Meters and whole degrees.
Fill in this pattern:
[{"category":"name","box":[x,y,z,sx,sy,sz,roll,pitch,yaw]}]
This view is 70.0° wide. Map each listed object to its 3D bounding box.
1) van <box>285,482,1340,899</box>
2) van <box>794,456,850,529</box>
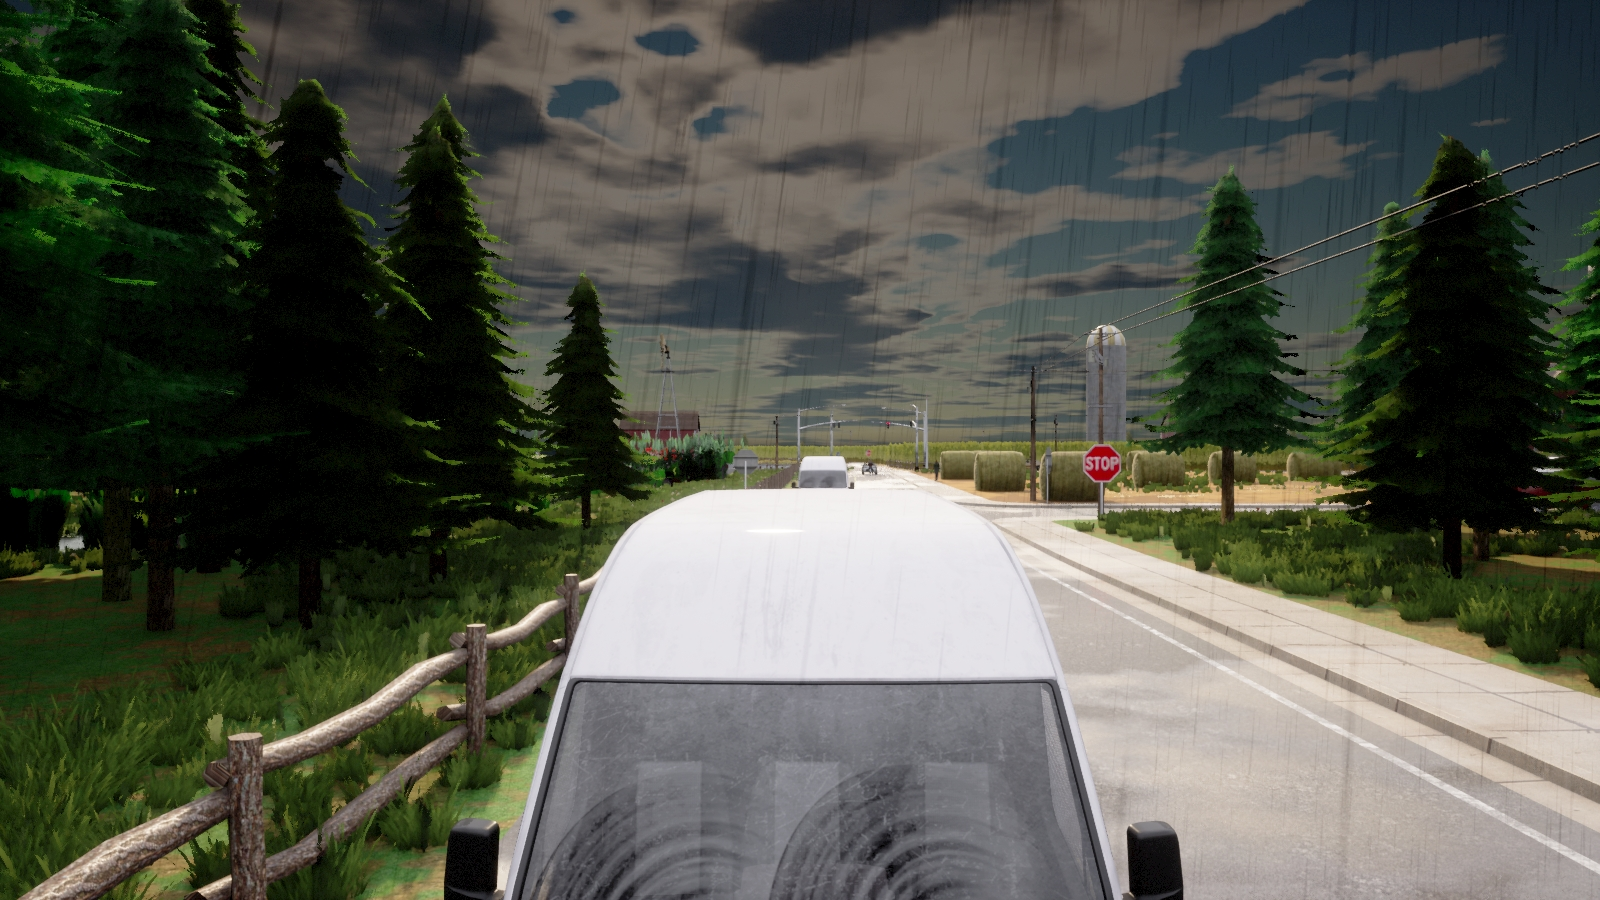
[{"category":"van","box":[0.056,1.508,5.110,1.988,2.561,5.915,0,0,1]},{"category":"van","box":[0.888,1.501,42.921,1.988,2.561,5.915,0,0,2]}]
